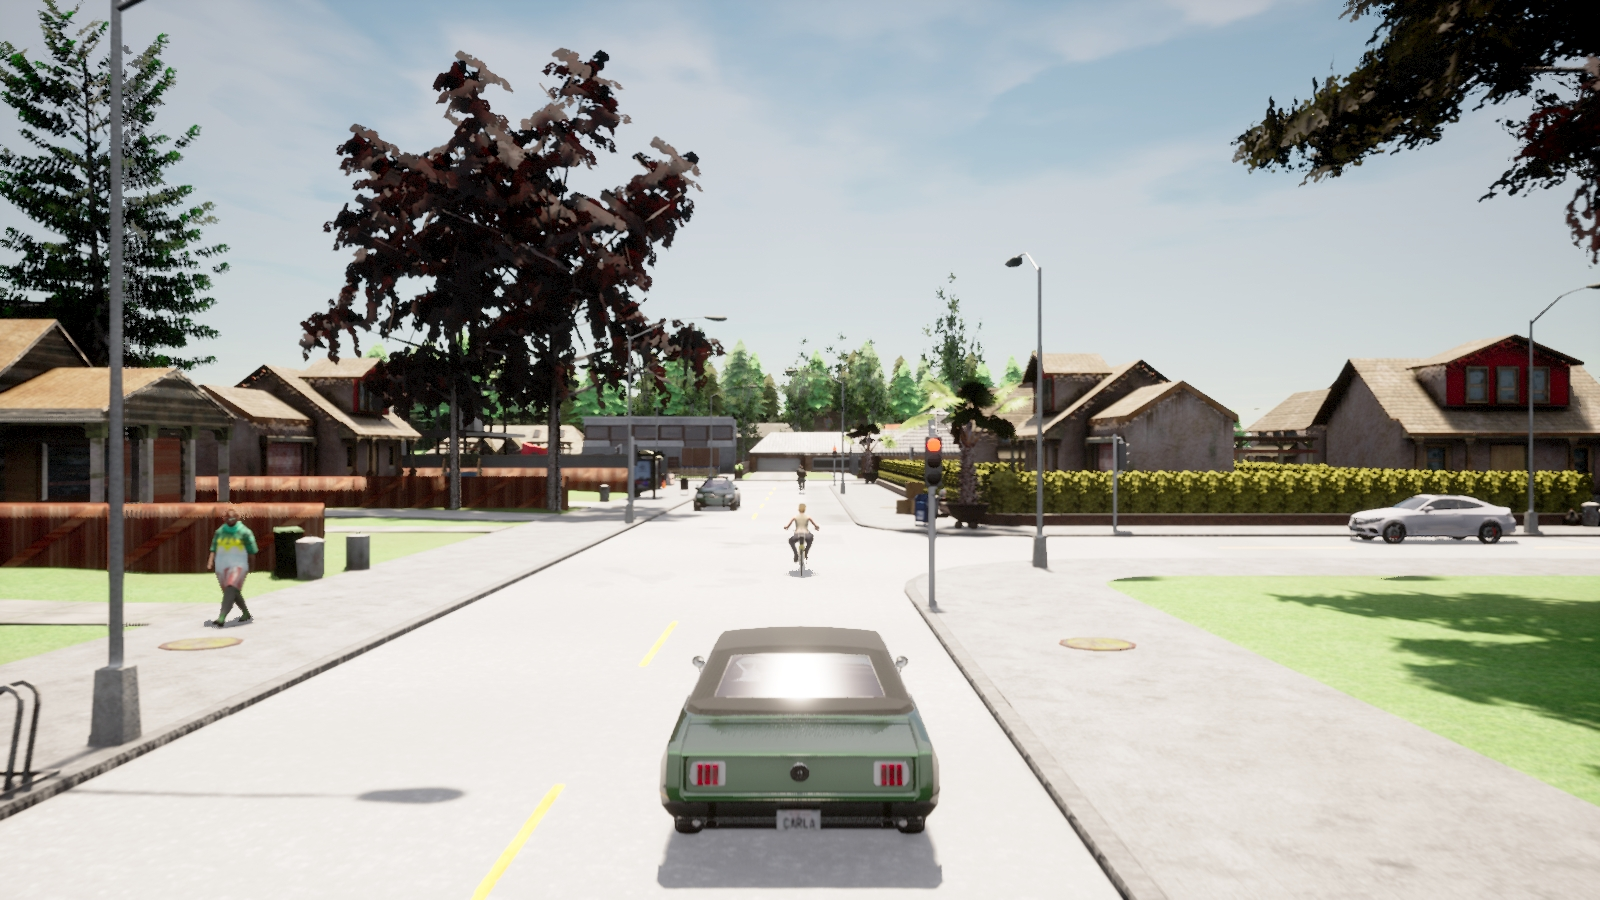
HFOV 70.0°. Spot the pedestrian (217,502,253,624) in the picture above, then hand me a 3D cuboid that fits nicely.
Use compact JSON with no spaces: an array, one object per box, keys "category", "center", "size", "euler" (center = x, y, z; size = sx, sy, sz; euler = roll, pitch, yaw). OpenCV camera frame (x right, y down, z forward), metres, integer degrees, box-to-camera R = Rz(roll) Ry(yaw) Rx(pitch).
[{"category":"pedestrian","center":[-8.777,1.743,17.746],"size":[0.375,1.860,0.375],"euler":[0,0,0]}]

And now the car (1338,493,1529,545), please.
[{"category":"car","center":[19.196,2.080,34.770],"size":[4.674,1.442,2.002],"euler":[0,0,0]}]

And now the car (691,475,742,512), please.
[{"category":"car","center":[-3.896,2.036,54.124],"size":[2.038,1.542,4.974],"euler":[0,0,0]}]

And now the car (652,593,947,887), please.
[{"category":"car","center":[0.001,2.155,9.692],"size":[1.895,1.301,4.718],"euler":[0,0,0]}]
